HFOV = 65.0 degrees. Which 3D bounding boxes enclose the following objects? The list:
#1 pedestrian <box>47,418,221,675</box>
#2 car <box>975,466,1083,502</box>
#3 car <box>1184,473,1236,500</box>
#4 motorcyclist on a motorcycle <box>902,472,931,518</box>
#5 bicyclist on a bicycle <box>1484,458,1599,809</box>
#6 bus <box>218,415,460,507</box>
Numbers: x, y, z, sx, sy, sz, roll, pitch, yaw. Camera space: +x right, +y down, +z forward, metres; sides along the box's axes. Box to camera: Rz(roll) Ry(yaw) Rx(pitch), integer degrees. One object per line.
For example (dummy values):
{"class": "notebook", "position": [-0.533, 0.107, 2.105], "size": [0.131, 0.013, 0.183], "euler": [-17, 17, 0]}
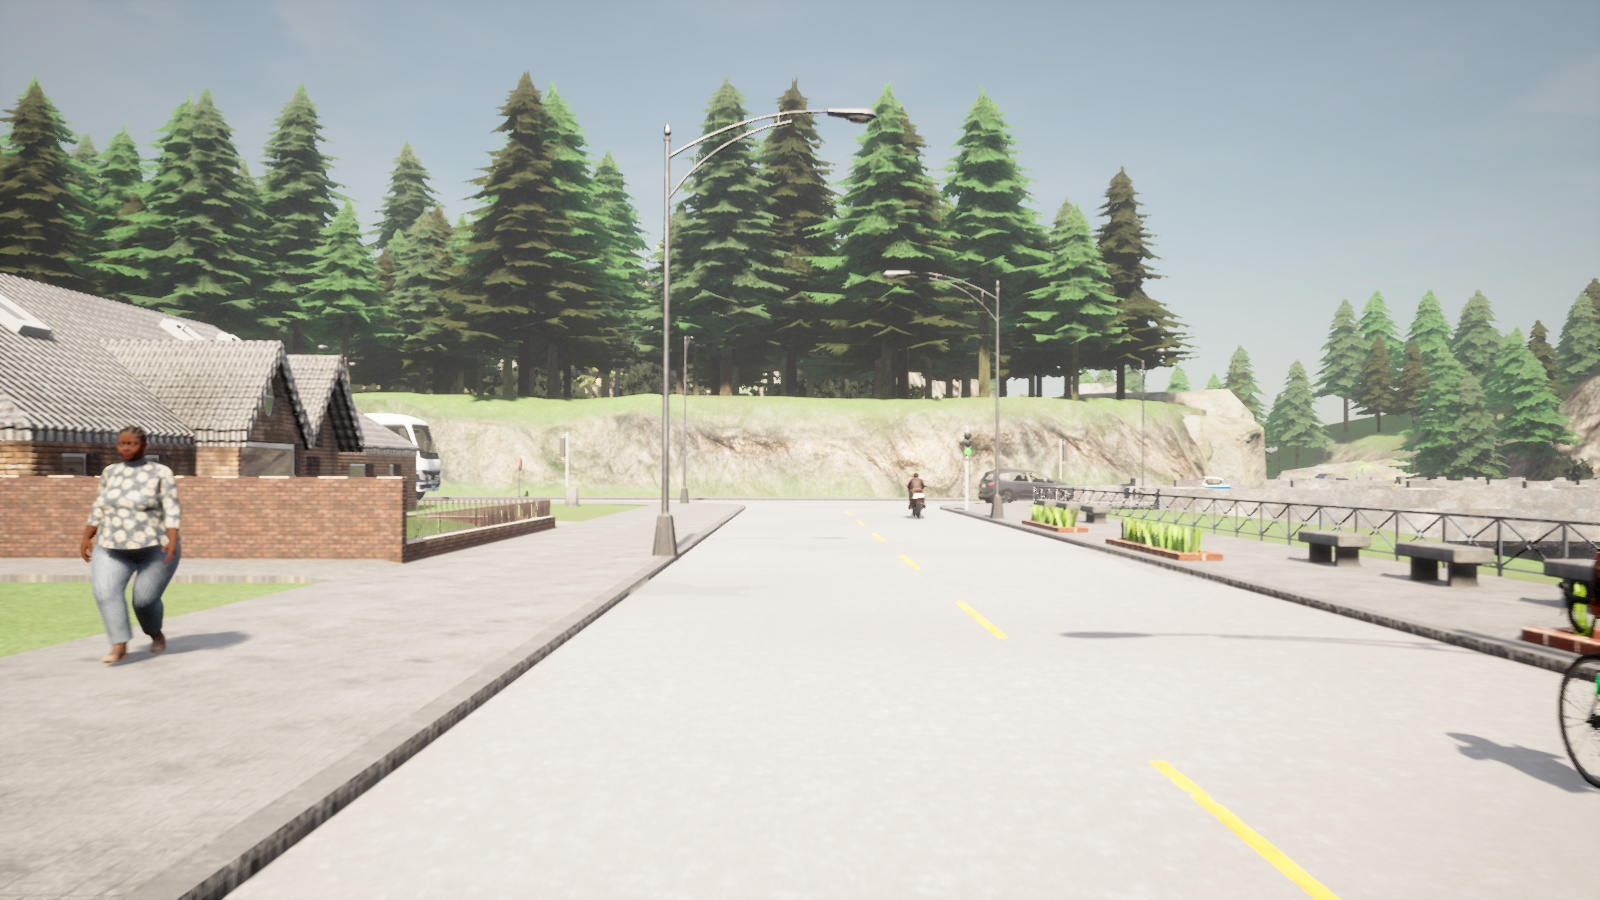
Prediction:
{"class": "pedestrian", "position": [-5.033, 0.705, 9.557], "size": [0.874, 1.855, 0.900], "euler": [0, -1, -4]}
{"class": "car", "position": [11.038, 1.630, 60.626], "size": [4.611, 1.667, 2.242], "euler": [0, -1, -12]}
{"class": "car", "position": [21.123, 1.869, 64.728], "size": [2.207, 1.376, 1.481], "euler": [0, -1, 0]}
{"class": "motorcyclist on a motorcycle", "position": [3.901, 1.488, 42.198], "size": [0.797, 1.523, 2.044], "euler": [0, -1, 0]}
{"class": "bicyclist on a bicycle", "position": [3.986, 0.851, 5.927], "size": [0.582, 1.620, 1.656], "euler": [0, -1, 0]}
{"class": "bus", "position": [-22.076, 0.542, 60.655], "size": [10.273, 4.253, 3.944], "euler": [0, -1, 0]}
